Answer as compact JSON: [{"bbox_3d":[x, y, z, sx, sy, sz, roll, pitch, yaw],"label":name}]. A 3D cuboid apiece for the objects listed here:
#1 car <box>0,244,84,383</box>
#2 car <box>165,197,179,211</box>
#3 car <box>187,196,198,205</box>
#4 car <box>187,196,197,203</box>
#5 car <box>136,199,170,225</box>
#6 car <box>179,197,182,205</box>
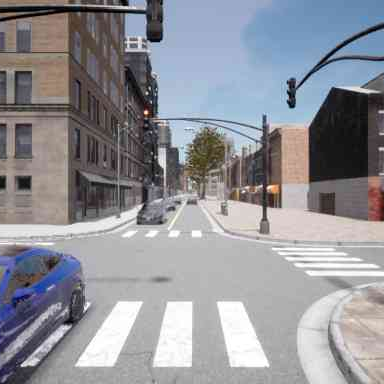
[{"bbox_3d":[-2.857,1.525,4.416,1.812,1.442,4.674,0,0,0],"label":"car"},{"bbox_3d":[-2.894,1.505,39.958,1.812,1.442,4.674,0,0,0],"label":"car"},{"bbox_3d":[0.028,1.524,58.962,2.033,1.411,5.357,0,0,1],"label":"car"},{"bbox_3d":[0.021,1.542,69.244,1.994,1.385,4.181,0,0,0],"label":"car"},{"bbox_3d":[-2.880,1.492,24.287,1.837,1.490,4.892,0,0,0],"label":"car"},{"bbox_3d":[-2.823,1.524,59.887,2.033,1.411,5.357,0,0,0],"label":"car"}]
